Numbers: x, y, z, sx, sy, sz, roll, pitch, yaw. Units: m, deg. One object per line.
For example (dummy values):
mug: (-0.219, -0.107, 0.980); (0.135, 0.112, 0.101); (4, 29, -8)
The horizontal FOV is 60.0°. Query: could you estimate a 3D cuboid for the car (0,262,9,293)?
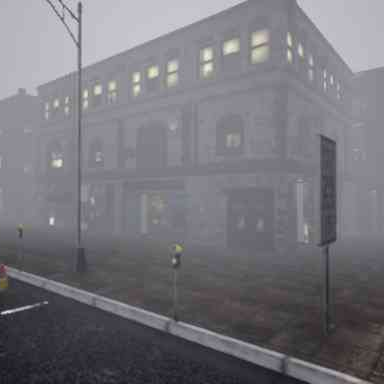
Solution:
car: (-5.910, 1.545, 7.557); (4.829, 1.417, 1.752); (0, -1, 38)
